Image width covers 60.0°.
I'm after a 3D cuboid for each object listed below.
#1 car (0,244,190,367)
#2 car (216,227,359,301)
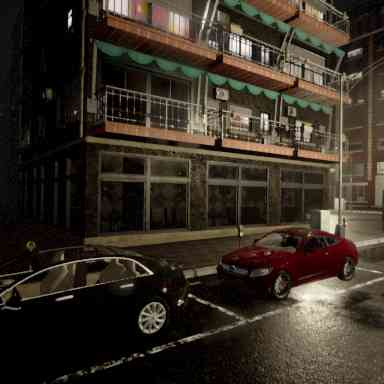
[{"bbox_3d":[-2.087,1.551,5.014,4.403,1.369,2.008,0,1,-36],"label":"car"},{"bbox_3d":[2.536,1.584,8.324,4.206,1.307,1.802,0,1,-36],"label":"car"}]
